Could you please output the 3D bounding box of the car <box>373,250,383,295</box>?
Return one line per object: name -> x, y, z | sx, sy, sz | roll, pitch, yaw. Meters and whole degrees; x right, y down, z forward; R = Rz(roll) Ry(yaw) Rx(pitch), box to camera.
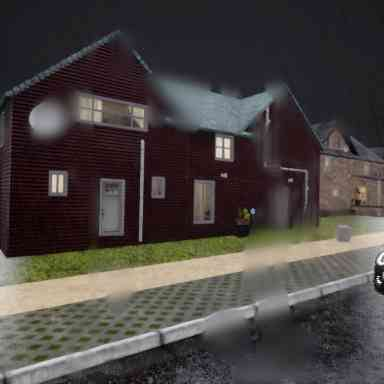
car -> 6.000, 1.359, 7.364 | 4.553, 1.767, 2.097 | 0, 0, -36
